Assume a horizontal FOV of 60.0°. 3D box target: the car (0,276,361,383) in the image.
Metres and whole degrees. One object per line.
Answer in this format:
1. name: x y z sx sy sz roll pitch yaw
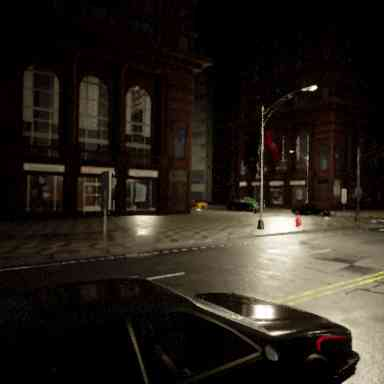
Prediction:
1. car: -0.699 1.556 2.952 5.357 1.411 2.033 1 0 -36

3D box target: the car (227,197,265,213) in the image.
1. car: 6.865 1.678 43.106 2.150 2.045 5.566 1 -1 -36

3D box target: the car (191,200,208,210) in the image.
1. car: 0.455 1.983 52.119 1.882 1.535 5.008 1 -1 -35

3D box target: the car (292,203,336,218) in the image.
1. car: 12.675 1.935 34.931 1.812 1.442 4.674 1 -1 -35
